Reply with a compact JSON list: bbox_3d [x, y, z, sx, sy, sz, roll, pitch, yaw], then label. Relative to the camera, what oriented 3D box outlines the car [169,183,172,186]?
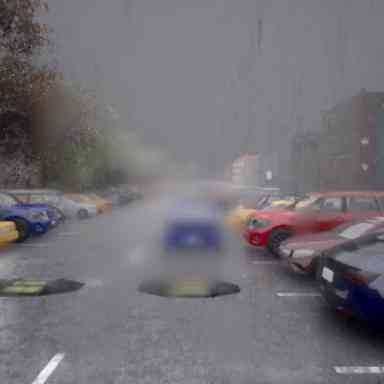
[{"bbox_3d":[-8.546,-0.925,83.387,5.566,2.045,2.435,0,2,0],"label":"car"}]

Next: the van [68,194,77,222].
[{"bbox_3d":[-8.419,0.874,16.573,4.442,1.987,1.878,0,1,0],"label":"van"}]

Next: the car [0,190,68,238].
[{"bbox_3d":[-8.508,0.919,13.788,5.566,2.045,2.435,0,1,0],"label":"car"}]

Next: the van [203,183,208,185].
[{"bbox_3d":[4.674,-0.364,63.906,4.442,1.987,1.878,0,2,0],"label":"van"}]

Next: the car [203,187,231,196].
[{"bbox_3d":[4.563,-0.061,61.130,4.892,1.521,2.231,0,2,0],"label":"car"}]

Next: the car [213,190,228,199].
[{"bbox_3d":[4.542,0.819,27.741,5.008,1.535,2.097,0,1,0],"label":"car"}]

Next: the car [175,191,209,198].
[{"bbox_3d":[0.032,0.929,26.068,2.033,1.411,5.357,0,1,0],"label":"car"}]

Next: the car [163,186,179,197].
[{"bbox_3d":[-3.538,0.135,58.332,1.895,1.301,4.718,0,2,1],"label":"car"}]

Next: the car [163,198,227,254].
[{"bbox_3d":[0.040,1.204,12.322,1.882,1.535,5.008,0,1,1],"label":"car"}]

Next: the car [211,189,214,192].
[{"bbox_3d":[4.547,0.717,33.307,4.674,1.452,2.002,0,1,0],"label":"car"}]

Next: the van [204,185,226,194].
[{"bbox_3d":[4.675,-0.513,69.346,4.442,1.987,1.878,0,2,0],"label":"van"}]

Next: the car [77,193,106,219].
[{"bbox_3d":[-8.536,1.001,22.147,4.674,1.452,2.002,0,1,0],"label":"car"}]

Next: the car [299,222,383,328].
[{"bbox_3d":[4.571,1.402,5.480,4.792,1.488,2.163,0,1,0],"label":"car"}]

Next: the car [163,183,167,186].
[{"bbox_3d":[-8.549,-0.538,69.343,5.566,2.045,2.435,0,2,0],"label":"car"}]

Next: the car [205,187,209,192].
[{"bbox_3d":[4.581,0.416,44.437,4.792,1.488,2.163,0,2,0],"label":"car"}]

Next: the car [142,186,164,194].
[{"bbox_3d":[-8.489,-0.493,72.255,4.553,1.767,2.185,0,2,0],"label":"car"}]

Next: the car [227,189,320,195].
[{"bbox_3d":[4.577,0.907,19.265,4.553,1.767,2.185,0,1,0],"label":"car"}]

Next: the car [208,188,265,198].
[{"bbox_3d":[4.735,0.602,36.088,5.366,1.575,1.946,0,1,0],"label":"car"}]

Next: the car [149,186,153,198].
[{"bbox_3d":[-8.531,0.314,47.202,5.008,1.535,2.097,0,2,0],"label":"car"}]

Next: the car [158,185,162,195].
[{"bbox_3d":[-8.493,-0.032,61.123,4.792,1.488,2.163,0,2,0],"label":"car"}]

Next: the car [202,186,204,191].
[{"bbox_3d":[4.549,0.090,55.566,4.892,1.521,2.231,0,2,0],"label":"car"}]

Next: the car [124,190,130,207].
[{"bbox_3d":[-8.560,0.779,30.497,4.792,1.488,2.163,0,1,0],"label":"car"}]

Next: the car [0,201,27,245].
[{"bbox_3d":[-8.722,1.236,11.010,5.366,1.575,1.946,0,1,0],"label":"car"}]

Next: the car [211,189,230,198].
[{"bbox_3d":[4.554,0.748,30.523,5.008,1.535,2.097,0,1,0],"label":"car"}]

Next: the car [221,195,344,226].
[{"bbox_3d":[4.359,1.096,16.611,5.366,1.575,1.946,0,1,0],"label":"car"}]

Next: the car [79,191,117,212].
[{"bbox_3d":[-8.538,0.890,24.930,5.008,1.535,2.097,0,1,0],"label":"car"}]

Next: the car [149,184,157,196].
[{"bbox_3d":[-8.498,-0.012,49.981,5.566,2.045,2.435,0,2,0],"label":"car"}]

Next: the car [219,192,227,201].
[{"bbox_3d":[4.540,0.961,22.176,4.892,1.521,2.231,0,1,0],"label":"car"}]

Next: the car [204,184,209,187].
[{"bbox_3d":[4.586,0.039,52.779,4.553,1.767,2.185,0,2,0],"label":"car"}]

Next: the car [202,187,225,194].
[{"bbox_3d":[4.566,-0.366,72.259,4.892,1.521,2.231,0,2,0],"label":"car"}]

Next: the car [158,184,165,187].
[{"bbox_3d":[-8.707,-0.214,66.566,5.366,1.575,1.946,0,2,0],"label":"car"}]

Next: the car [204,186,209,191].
[{"bbox_3d":[4.551,0.279,50.002,4.674,1.452,2.002,0,2,0],"label":"car"}]

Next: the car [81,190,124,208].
[{"bbox_3d":[-8.539,0.821,27.715,4.892,1.521,2.231,0,1,0],"label":"car"}]

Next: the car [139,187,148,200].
[{"bbox_3d":[-8.523,0.461,41.634,5.008,1.535,2.097,0,1,0],"label":"car"}]

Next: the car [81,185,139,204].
[{"bbox_3d":[-8.502,0.427,33.277,5.566,2.045,2.435,0,1,0],"label":"car"}]

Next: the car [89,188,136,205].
[{"bbox_3d":[-8.499,0.480,36.063,4.553,1.767,2.185,0,1,0],"label":"car"}]

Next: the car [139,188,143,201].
[{"bbox_3d":[-8.532,0.573,38.852,4.674,1.452,2.002,0,1,0],"label":"car"}]

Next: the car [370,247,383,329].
[{"bbox_3d":[4.546,1.429,2.693,5.008,1.535,2.097,0,1,0],"label":"car"}]

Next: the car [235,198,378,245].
[{"bbox_3d":[4.549,1.168,13.829,5.008,1.535,2.097,0,1,0],"label":"car"}]

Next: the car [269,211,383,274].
[{"bbox_3d":[4.545,1.348,8.265,4.674,1.452,2.002,0,1,0],"label":"car"}]

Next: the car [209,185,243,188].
[{"bbox_3d":[4.582,0.407,38.868,4.553,1.767,2.185,0,1,0],"label":"car"}]

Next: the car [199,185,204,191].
[{"bbox_3d":[4.371,0.011,58.348,5.366,1.575,1.946,0,2,0],"label":"car"}]

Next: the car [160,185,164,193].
[{"bbox_3d":[-8.528,-0.138,63.907,5.008,1.535,2.097,0,2,0],"label":"car"}]

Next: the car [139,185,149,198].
[{"bbox_3d":[-8.496,0.262,44.414,4.553,1.767,2.185,0,2,0],"label":"car"}]

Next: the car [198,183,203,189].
[{"bbox_3d":[4.587,-0.466,66.688,5.566,2.045,2.435,0,2,0],"label":"car"}]
